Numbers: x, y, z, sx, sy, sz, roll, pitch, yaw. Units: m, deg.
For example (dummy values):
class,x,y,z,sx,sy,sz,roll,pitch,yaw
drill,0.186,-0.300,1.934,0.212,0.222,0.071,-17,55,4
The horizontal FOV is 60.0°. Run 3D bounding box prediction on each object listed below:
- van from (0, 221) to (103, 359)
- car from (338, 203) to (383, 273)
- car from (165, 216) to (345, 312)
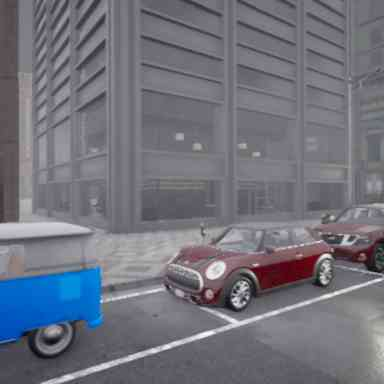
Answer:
class,x,y,z,sx,sy,sz,roll,pitch,yaw
van,-3.211,1.341,4.362,3.998,1.788,1.690,0,0,-35
car,5.968,1.320,10.908,5.009,1.841,2.192,0,0,-35
car,1.378,1.443,7.635,4.097,1.590,1.967,0,0,-35
